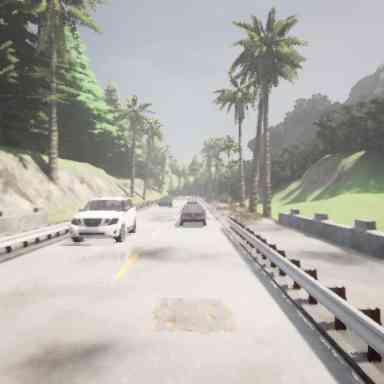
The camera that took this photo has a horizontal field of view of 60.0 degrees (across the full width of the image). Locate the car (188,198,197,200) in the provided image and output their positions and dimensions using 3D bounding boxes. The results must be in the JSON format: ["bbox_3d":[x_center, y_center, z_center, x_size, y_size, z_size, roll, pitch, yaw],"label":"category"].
[{"bbox_3d":[0.095,1.649,57.654,1.895,1.301,4.718,0,0,0],"label":"car"}]

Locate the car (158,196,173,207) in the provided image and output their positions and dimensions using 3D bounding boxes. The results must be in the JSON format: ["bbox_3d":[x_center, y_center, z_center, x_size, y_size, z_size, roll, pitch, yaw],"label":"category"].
[{"bbox_3d":[-4.018,1.397,50.996,2.097,1.767,4.553,0,0,1],"label":"car"}]

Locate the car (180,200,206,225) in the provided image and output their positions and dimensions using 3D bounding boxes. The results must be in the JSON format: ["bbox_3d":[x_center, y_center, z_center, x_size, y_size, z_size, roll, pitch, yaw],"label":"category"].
[{"bbox_3d":[0.083,1.568,24.141,2.033,1.411,5.357,0,0,0],"label":"car"}]

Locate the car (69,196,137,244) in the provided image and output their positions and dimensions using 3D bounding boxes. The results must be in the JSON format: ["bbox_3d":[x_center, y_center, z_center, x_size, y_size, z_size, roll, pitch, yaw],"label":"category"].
[{"bbox_3d":[-4.086,1.237,16.329,2.150,2.045,5.566,0,0,0],"label":"car"}]
